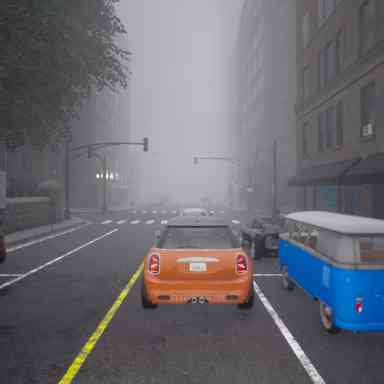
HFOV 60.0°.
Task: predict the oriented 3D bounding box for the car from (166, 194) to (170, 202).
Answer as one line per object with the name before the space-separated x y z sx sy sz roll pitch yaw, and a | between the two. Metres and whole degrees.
car | -5.666 1.514 61.032 1.887 1.381 4.507 0 0 0

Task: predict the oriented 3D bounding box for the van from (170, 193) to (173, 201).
van | -5.666 1.311 71.933 1.690 1.788 3.998 0 0 0

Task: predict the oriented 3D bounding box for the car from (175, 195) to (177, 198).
car | -5.666 1.289 82.835 2.192 1.841 5.009 0 0 0

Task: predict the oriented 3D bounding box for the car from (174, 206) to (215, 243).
car | 0.102 1.520 17.036 1.812 1.442 4.674 0 0 0

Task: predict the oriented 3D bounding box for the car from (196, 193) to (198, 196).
car | 2.860 1.506 93.930 1.752 1.417 4.829 0 0 0

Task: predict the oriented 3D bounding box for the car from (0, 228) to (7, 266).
car | -5.668 1.314 6.441 2.192 1.841 5.009 0 0 0

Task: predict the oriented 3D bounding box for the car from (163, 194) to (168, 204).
car | -5.666 1.521 55.580 2.008 1.369 4.403 0 0 0

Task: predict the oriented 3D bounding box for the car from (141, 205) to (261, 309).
car | 0.103 1.351 8.035 2.097 1.767 4.553 0 0 0

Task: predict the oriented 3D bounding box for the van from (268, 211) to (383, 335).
van | 2.856 1.340 6.481 1.690 1.788 3.998 0 0 0

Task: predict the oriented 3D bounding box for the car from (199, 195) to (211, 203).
car | 2.858 1.409 66.518 1.967 1.590 4.097 0 0 0

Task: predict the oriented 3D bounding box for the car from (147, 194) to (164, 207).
car | -5.667 1.497 49.960 1.752 1.417 4.829 0 0 0

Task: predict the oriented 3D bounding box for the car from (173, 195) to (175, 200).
car | -5.666 1.522 77.384 2.008 1.369 4.403 0 0 0

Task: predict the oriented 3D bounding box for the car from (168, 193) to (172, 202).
car | -5.666 1.514 66.482 1.887 1.381 4.507 0 0 0

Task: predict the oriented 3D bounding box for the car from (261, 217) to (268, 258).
car | 2.857 1.563 12.141 1.947 1.339 4.313 0 0 0
